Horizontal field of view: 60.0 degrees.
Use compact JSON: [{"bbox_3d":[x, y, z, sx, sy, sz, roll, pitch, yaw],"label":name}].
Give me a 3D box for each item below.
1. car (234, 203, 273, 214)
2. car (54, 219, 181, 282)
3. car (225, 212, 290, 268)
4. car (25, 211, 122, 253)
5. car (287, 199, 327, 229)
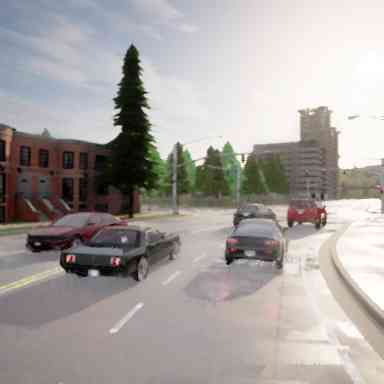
[{"bbox_3d":[4.685,1.625,24.677,2.097,1.767,4.553,0,-1,28],"label":"car"},{"bbox_3d":[-1.800,1.682,10.146,1.895,1.301,4.718,0,-1,14],"label":"car"},{"bbox_3d":[2.418,1.660,11.945,1.812,1.442,4.674,0,-1,18],"label":"car"},{"bbox_3d":[-4.552,1.571,13.887,1.882,1.535,5.008,0,-1,18],"label":"car"},{"bbox_3d":[8.525,1.521,24.521,2.150,2.045,5.566,0,-1,29],"label":"car"}]
